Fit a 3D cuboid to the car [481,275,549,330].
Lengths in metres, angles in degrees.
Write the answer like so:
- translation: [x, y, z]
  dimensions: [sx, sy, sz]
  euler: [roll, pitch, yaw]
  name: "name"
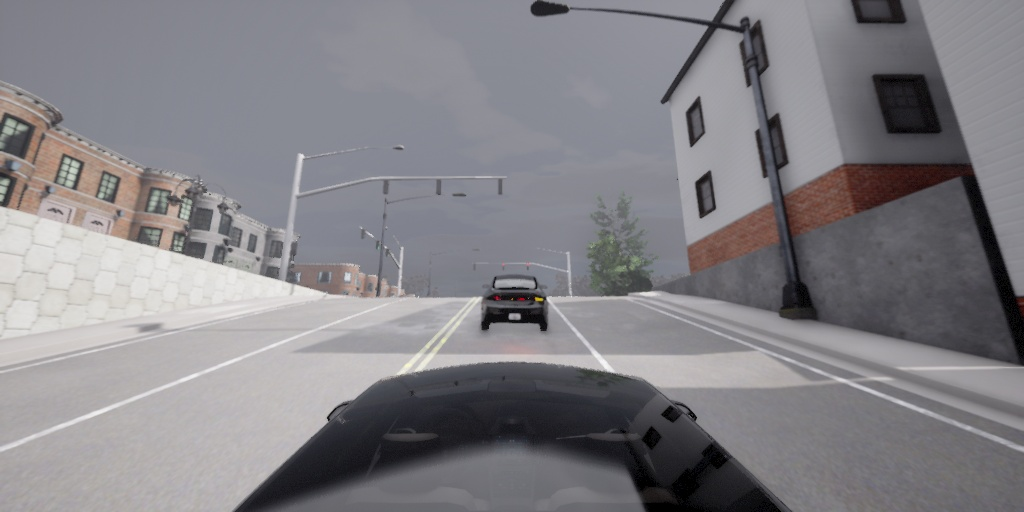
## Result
- translation: [0.085, 1.317, 11.349]
  dimensions: [1.837, 1.490, 4.892]
  euler: [1, -1, 0]
  name: "car"
